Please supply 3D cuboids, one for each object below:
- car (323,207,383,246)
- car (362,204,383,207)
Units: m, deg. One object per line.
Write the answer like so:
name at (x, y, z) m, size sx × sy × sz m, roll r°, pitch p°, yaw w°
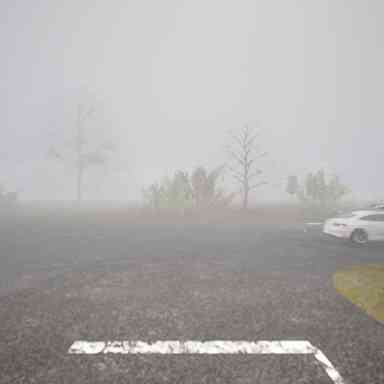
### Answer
car at (8.353, 1.568, 15.014) m, size 4.674 × 1.442 × 1.812 m, roll 0°, pitch 0°, yaw -2°
car at (12.175, 1.546, 22.136) m, size 4.902 × 1.511 × 2.128 m, roll 0°, pitch 0°, yaw -2°
